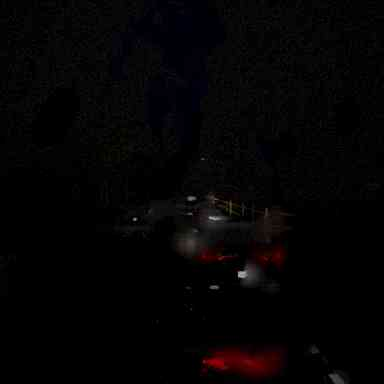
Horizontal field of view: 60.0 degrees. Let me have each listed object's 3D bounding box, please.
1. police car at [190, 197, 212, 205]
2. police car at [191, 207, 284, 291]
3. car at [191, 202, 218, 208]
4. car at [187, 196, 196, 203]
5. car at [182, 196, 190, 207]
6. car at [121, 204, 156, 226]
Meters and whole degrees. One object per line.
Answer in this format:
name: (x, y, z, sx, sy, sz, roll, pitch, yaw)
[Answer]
police car: (0.989, 1.437, 25.194, 1.930, 1.638, 5.238, 0, 0, 0)
police car: (1.027, 1.432, 9.182, 1.930, 1.638, 5.238, 0, 0, 0)
car: (1.004, 1.537, 19.079, 1.812, 1.442, 4.674, 0, 0, 0)
car: (-0.166, 1.595, 69.576, 1.895, 1.301, 4.718, 0, 0, 0)
car: (-0.060, 1.503, 50.942, 2.128, 1.511, 4.902, 0, 0, 0)
car: (-3.657, 1.575, 23.373, 1.994, 1.385, 4.181, 0, 0, 0)
